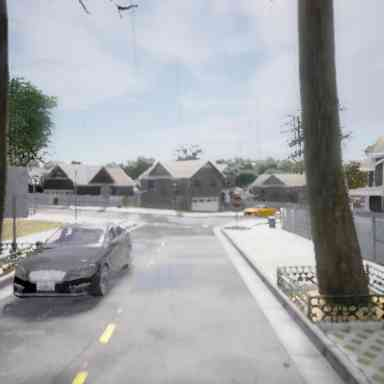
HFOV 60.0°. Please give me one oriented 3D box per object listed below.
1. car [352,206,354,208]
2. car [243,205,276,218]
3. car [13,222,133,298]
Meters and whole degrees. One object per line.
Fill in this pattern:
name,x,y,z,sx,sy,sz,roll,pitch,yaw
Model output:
car,26.544,2.810,57.932,4.553,1.767,2.097,2,-1,-43
car,8.332,2.343,40.986,5.008,1.535,1.882,2,-1,-43
car,-2.828,1.593,8.903,2.128,1.511,4.902,0,-1,0
